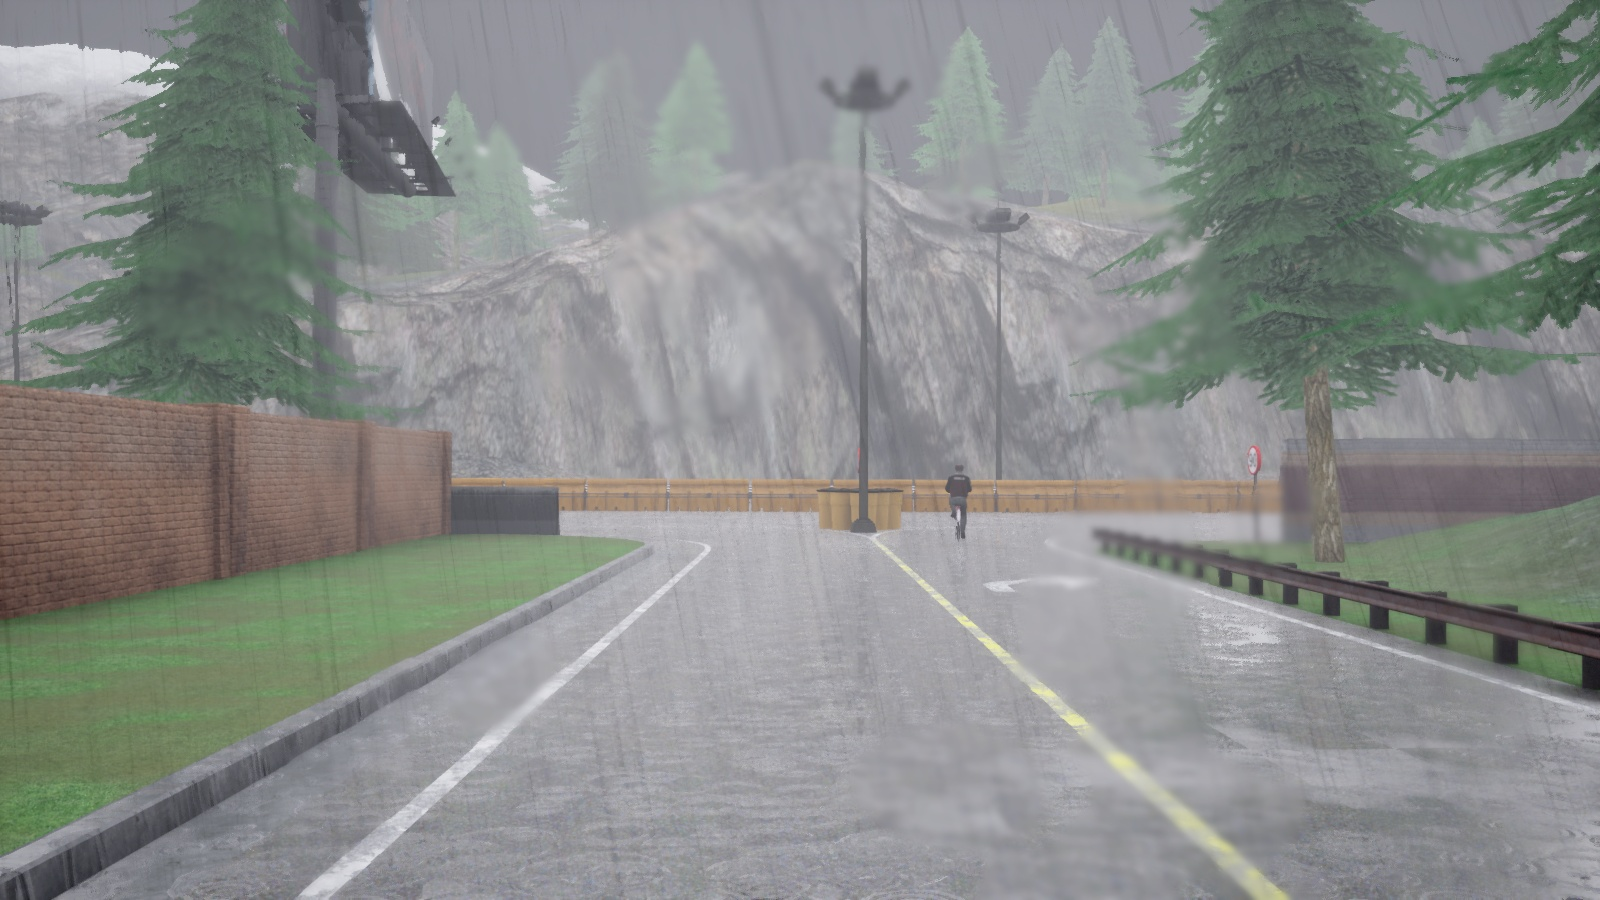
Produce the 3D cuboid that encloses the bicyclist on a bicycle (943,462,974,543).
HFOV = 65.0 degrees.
[{"bbox_3d":[3.611,1.171,28.666,0.659,1.776,1.843,1,-1,6],"label":"bicyclist on a bicycle"}]
